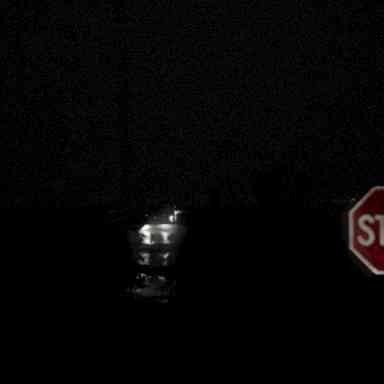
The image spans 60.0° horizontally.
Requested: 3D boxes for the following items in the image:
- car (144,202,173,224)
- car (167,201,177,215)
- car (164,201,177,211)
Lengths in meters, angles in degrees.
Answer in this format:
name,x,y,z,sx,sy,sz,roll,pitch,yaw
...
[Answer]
name,x,y,z,sx,sy,sz,roll,pitch,yaw
car,-2.897,1.847,28.461,1.837,1.490,4.892,0,-1,0
car,-2.980,2.033,40.113,2.033,1.411,5.357,0,-1,-1
car,-3.276,2.133,51.543,1.837,1.490,4.892,0,-1,-2
